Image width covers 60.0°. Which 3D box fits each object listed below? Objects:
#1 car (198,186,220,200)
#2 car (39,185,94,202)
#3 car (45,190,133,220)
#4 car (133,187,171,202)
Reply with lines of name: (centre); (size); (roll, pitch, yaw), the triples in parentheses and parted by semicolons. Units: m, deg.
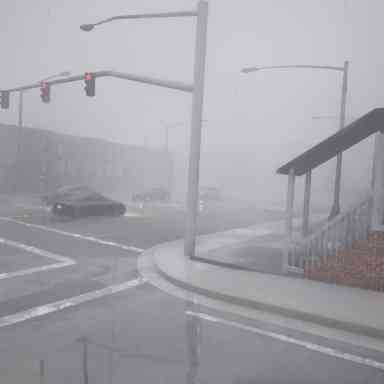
car: (1.722, 0.077, 42.094); (2.097, 1.767, 4.553); (5, 3, 36)
car: (-9.578, 0.224, 26.419); (1.837, 1.490, 4.892); (5, 3, 35)
car: (-5.880, 0.766, 19.344); (1.994, 1.385, 4.181); (5, 3, 36)
car: (-4.110, 0.227, 34.025); (1.837, 1.490, 4.892); (5, 3, 36)
